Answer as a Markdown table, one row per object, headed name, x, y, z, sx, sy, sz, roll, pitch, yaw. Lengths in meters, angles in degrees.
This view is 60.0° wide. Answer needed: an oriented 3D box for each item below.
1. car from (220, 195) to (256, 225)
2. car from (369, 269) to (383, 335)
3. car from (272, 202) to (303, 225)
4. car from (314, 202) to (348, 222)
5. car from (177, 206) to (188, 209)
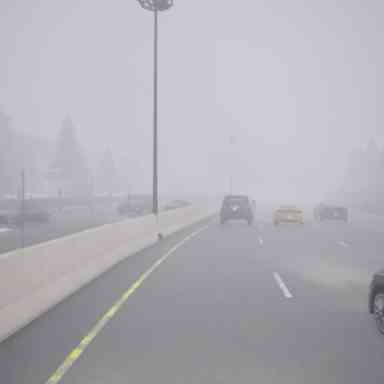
| name | x | y | z | sx | sy | sz | roll | pitch | yaw |
| --- | --- | --- | --- | --- | --- | --- | --- | --- | --- |
| car | 3.387 | 1.228 | 24.446 | 2.150 | 2.045 | 5.566 | 0 | 0 | 12 |
| car | 3.808 | 1.506 | 3.669 | 2.128 | 1.511 | 4.902 | 0 | 0 | 3 |
| car | 6.972 | 1.499 | 24.461 | 1.882 | 1.535 | 5.008 | 0 | 0 | 12 |
| car | 11.033 | 1.514 | 26.727 | 1.882 | 1.535 | 5.008 | 0 | 0 | 12 |
| car | -1.543 | 1.534 | 35.808 | 2.033 | 1.411 | 5.357 | 0 | 0 | 12 |
